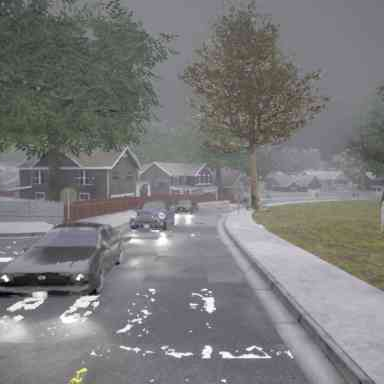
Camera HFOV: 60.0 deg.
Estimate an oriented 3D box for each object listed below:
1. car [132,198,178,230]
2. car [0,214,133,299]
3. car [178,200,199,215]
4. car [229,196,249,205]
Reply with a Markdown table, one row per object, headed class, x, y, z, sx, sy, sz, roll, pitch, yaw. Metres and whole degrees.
| class | x | y | z | sx | sy | sz | roll | pitch | yaw |
| --- | --- | --- | --- | --- | --- | --- | --- | --- | --- |
| car | -2.330 | 1.315 | 20.555 | 2.097 | 1.767 | 4.553 | 0 | 0 | 5 |
| car | -2.995 | 1.543 | 8.869 | 2.033 | 1.411 | 5.357 | 0 | 0 | -3 |
| car | -0.593 | 1.465 | 33.358 | 1.994 | 1.385 | 4.181 | 1 | 0 | 12 |
| car | 8.069 | 1.345 | 56.378 | 2.033 | 1.411 | 5.357 | 2 | 1 | 29 |
